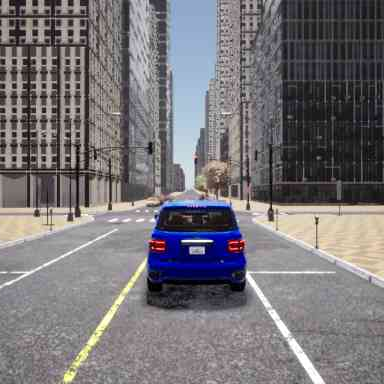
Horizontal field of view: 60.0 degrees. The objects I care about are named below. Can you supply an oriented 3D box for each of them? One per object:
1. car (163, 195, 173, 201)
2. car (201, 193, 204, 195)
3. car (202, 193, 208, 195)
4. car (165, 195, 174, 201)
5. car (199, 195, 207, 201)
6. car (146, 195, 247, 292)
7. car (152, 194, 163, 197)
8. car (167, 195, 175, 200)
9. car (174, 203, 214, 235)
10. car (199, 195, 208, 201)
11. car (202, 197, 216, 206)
[{"bbox_3d":[-5.684,1.439,78.644,1.887,1.381,4.507,0,0,0],"label":"car"},{"bbox_3d":[2.698,1.224,72.964,2.192,1.841,5.009,0,0,0],"label":"car"},{"bbox_3d":[2.825,1.400,50.263,1.967,1.590,4.097,0,0,0],"label":"car"},{"bbox_3d":[-5.684,1.428,84.319,2.008,1.369,4.403,0,0,0],"label":"car"},{"bbox_3d":[2.697,1.422,84.313,1.887,1.381,4.507,0,0,0],"label":"car"},{"bbox_3d":[0.099,1.221,9.093,2.150,2.045,5.566,0,0,0],"label":"car"},{"bbox_3d":[-5.815,1.486,50.094,1.752,1.417,4.829,0,0,0],"label":"car"},{"bbox_3d":[-5.683,1.411,89.995,2.008,1.369,4.403,0,0,0],"label":"car"},{"bbox_3d":[0.096,1.486,19.822,2.128,1.511,4.902,0,0,0],"label":"car"},{"bbox_3d":[2.697,1.419,78.809,1.752,1.417,4.829,0,0,0],"label":"car"},{"bbox_3d":[2.795,1.500,55.941,2.008,1.369,4.403,0,0,0],"label":"car"}]
